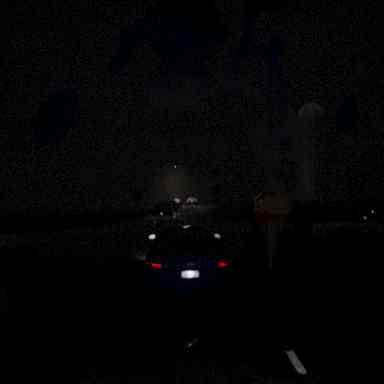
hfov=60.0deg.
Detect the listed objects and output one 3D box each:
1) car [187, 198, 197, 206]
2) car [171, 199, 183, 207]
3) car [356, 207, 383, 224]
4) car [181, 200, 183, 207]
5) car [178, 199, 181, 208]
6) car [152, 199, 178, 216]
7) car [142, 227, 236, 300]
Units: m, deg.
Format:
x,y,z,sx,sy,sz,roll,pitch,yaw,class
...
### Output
x,y,z,sx,sy,sz,roll,pitch,yaw,class
-0.002,1.864,65.029,2.097,1.767,4.553,0,-1,0,car
-2.772,2.045,63.015,1.994,1.385,4.181,0,-1,1,car
12.652,1.167,20.188,4.718,1.301,1.895,-2,-1,-2,car
-2.828,1.821,53.065,2.128,1.511,4.902,0,-1,0,car
-2.839,1.798,43.357,1.895,1.301,4.718,0,-1,0,car
-2.855,1.650,33.738,2.033,1.411,5.357,0,0,0,car
-0.167,1.570,8.470,1.994,1.385,4.181,0,0,-4,car
